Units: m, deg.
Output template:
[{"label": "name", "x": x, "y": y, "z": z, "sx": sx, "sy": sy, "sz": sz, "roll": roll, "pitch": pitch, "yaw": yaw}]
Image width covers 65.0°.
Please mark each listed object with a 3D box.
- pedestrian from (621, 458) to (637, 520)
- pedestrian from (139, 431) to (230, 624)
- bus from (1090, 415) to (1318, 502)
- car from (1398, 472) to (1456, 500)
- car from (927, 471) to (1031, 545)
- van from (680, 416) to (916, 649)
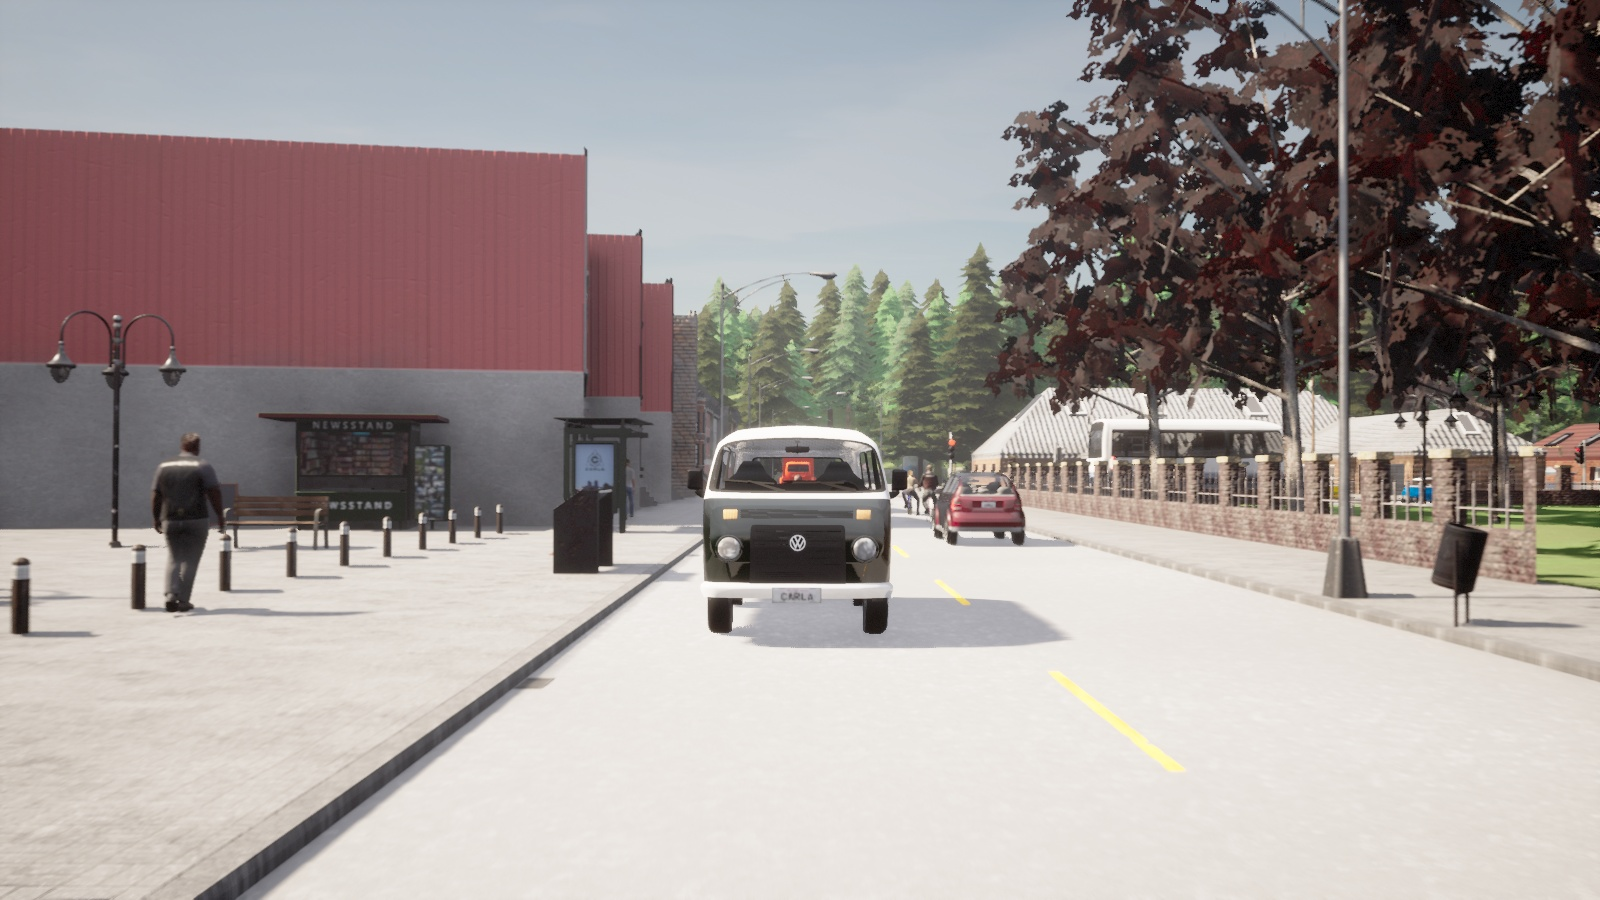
[{"label": "pedestrian", "x": -5.118, "y": 1.173, "z": 37.516, "sx": 0.354, "sy": 1.836, "sz": 0.706, "roll": 0, "pitch": -1, "yaw": 2}, {"label": "pedestrian", "x": -6.211, "y": 0.762, "z": 12.706, "sx": 0.563, "sy": 1.883, "sz": 0.849, "roll": 0, "pitch": -1, "yaw": -6}, {"label": "bus", "x": 20.353, "y": 0.426, "z": 63.853, "sx": 10.273, "sy": 4.253, "sz": 3.944, "roll": 0, "pitch": -1, "yaw": -2}, {"label": "car", "x": 31.879, "y": 1.811, "z": 63.885, "sx": 2.207, "sy": 1.376, "sz": 1.481, "roll": -1, "pitch": -1, "yaw": -1}, {"label": "car", "x": 3.960, "y": 1.251, "z": 28.305, "sx": 1.789, "sy": 1.549, "sz": 3.705, "roll": 0, "pitch": -1, "yaw": 0}, {"label": "van", "x": -0.024, "y": 0.761, "z": 13.286, "sx": 2.069, "sy": 2.038, "sz": 4.480, "roll": 0, "pitch": -1, "yaw": 0}]
